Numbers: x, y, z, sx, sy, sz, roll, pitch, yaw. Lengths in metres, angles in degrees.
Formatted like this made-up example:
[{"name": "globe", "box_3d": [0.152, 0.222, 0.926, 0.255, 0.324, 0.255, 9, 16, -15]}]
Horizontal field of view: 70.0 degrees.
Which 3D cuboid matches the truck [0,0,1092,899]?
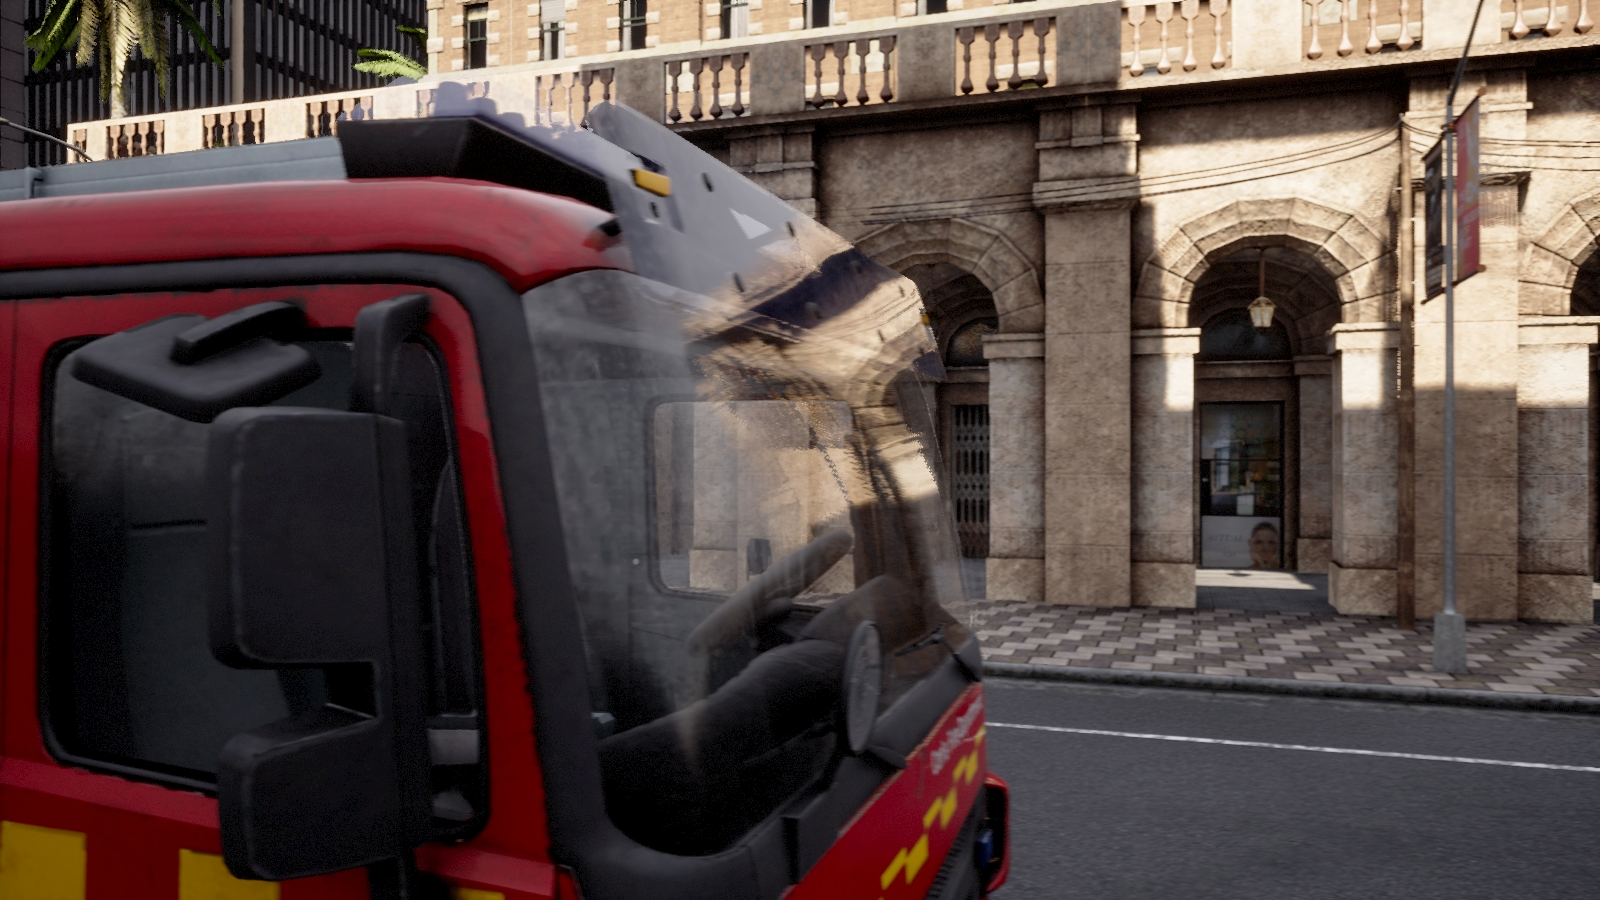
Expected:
[{"name": "truck", "box_3d": [-3.446, 0.891, 3.998, 8.468, 3.827, 2.891, 0, 0, 18]}]
